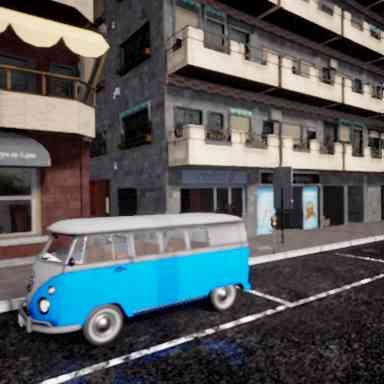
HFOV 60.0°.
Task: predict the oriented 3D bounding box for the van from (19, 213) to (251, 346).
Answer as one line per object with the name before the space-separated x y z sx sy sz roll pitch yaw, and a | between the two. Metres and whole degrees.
van | -0.766 1.318 6.025 3.998 1.788 1.690 -1 0 -36
